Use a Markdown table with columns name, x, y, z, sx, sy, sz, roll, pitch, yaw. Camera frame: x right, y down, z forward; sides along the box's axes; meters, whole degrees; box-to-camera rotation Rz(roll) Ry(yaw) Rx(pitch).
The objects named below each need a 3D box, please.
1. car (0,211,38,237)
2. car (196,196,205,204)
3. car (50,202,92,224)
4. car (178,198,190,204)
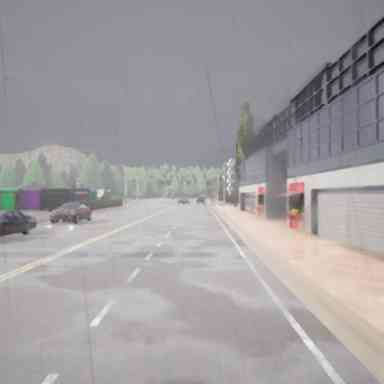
| name | x | y | z | sx | sy | sz | roll | pitch | yaw |
| --- | --- | --- | --- | --- | --- | --- | --- | --- | --- |
| car | -10.276 | 1.724 | 17.751 | 2.033 | 1.411 | 5.357 | 0 | -1 | 2 |
| car | 2.237 | 2.072 | 86.003 | 2.150 | 2.045 | 5.566 | 0 | -1 | 2 |
| car | -9.988 | 1.631 | 27.732 | 2.097 | 1.767 | 4.553 | 0 | -1 | 2 |
| car | -2.142 | 2.383 | 85.733 | 1.812 | 1.442 | 4.674 | 0 | -1 | 22 |
